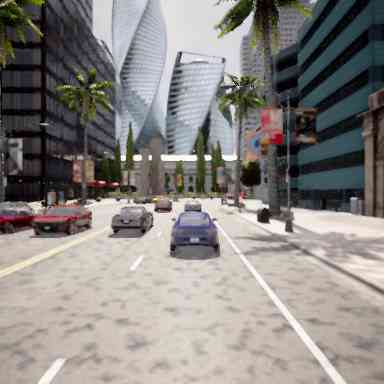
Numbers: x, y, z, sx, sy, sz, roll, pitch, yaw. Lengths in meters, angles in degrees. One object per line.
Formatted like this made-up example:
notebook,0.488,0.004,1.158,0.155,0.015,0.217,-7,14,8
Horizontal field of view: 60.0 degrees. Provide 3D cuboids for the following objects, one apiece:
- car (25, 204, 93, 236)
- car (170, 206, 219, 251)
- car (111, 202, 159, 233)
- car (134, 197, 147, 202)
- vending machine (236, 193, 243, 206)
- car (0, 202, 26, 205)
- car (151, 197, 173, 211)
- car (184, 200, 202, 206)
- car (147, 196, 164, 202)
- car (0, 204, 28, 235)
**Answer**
car,-7.097,1.489,18.787,1.882,1.535,5.008,0,0,0
car,0.101,1.533,14.068,1.812,1.442,4.674,0,0,0
car,-3.398,1.559,19.735,2.033,1.411,5.357,0,0,0
car,-8.941,1.582,61.280,2.033,1.411,5.357,0,0,15
vending machine,7.809,1.224,54.450,1.100,2.100,0.880,0,0,10
car,-13.584,1.497,24.744,2.231,1.521,4.892,0,0,0
car,-3.396,1.586,40.402,1.994,1.385,4.181,0,0,0
car,0.105,1.566,34.678,2.033,1.411,5.357,0,0,0
car,-5.716,1.511,59.468,1.882,1.535,5.008,0,0,14
car,-10.598,1.613,19.133,1.895,1.301,4.718,0,0,0
